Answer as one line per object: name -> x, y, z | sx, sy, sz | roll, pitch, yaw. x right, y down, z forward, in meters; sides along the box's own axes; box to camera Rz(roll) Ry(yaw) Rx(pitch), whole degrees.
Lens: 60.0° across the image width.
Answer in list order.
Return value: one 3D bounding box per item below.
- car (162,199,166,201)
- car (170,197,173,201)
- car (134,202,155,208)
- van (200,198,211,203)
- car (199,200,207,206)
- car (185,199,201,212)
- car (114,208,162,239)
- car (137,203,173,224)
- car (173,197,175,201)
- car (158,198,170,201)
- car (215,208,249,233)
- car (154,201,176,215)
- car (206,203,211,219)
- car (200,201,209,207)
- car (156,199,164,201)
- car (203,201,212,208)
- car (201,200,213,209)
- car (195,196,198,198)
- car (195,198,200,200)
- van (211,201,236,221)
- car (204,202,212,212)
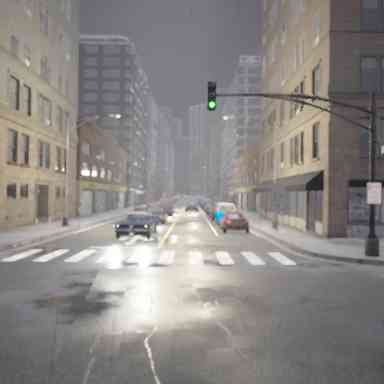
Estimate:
car -> -5.811, 2.293, 55.497 | 1.802, 1.307, 4.206 | 1, -1, 0
car -> -5.836, 2.212, 72.156 | 2.192, 1.841, 5.009 | 1, -1, 0
car -> -5.783, 2.092, 38.840 | 1.802, 1.307, 4.206 | 1, -1, 0
van -> 2.718, 2.184, 55.509 | 1.690, 1.788, 3.998 | 1, -1, 0
car -> 2.665, 2.713, 83.266 | 1.947, 1.339, 4.313 | 1, -1, 0
car -> -0.040, 2.271, 50.602 | 1.812, 1.442, 4.674 | 1, -1, 0
car -> -3.073, 1.854, 19.118 | 1.895, 1.301, 4.718 | 1, -1, 0
car -> -3.088, 1.950, 28.849 | 2.033, 1.411, 5.357 | 1, -1, 0
car -> -5.860, 2.560, 83.260 | 1.887, 1.381, 4.507 | 1, -1, 0
car -> -5.816, 2.088, 61.051 | 2.192, 1.841, 5.009 | 1, -1, 0
car -> 2.772, 1.973, 22.193 | 1.802, 1.307, 4.206 | 1, -1, 0
car -> -3.106, 2.111, 39.752 | 2.033, 1.411, 5.357 | 1, -1, 0
car -> 2.752, 2.105, 33.295 | 1.887, 1.381, 4.507 | 1, -1, 0
car -> 2.684, 2.610, 72.161 | 1.802, 1.307, 4.206 | 1, -1, 0
car -> -5.800, 2.200, 49.945 | 2.008, 1.369, 4.403 | 1, -1, 0
car -> 2.734, 2.297, 44.400 | 1.802, 1.307, 4.206 | 1, -1, 0
car -> 2.724, 2.363, 49.956 | 1.802, 1.307, 4.206 | 1, -1, 0
car -> 2.651, 2.566, 94.374 | 2.192, 1.841, 5.009 | 1, 0, 0
car -> -0.058, 2.335, 60.604 | 1.882, 1.535, 5.008 | 1, -1, 0
van -> 2.765, 1.817, 27.748 | 1.690, 1.788, 3.998 | 1, -1, 0
car -> 2.743, 2.224, 38.849 | 1.802, 1.307, 4.206 | 1, -1, 0
